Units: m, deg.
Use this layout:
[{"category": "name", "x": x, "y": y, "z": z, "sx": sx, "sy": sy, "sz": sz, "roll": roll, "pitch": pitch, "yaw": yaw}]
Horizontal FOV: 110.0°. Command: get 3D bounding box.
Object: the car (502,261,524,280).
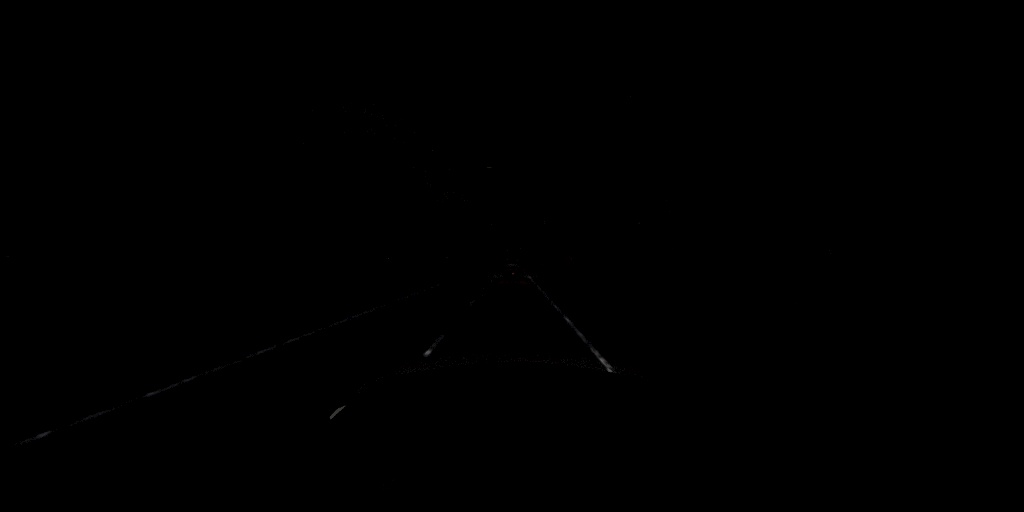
[{"category": "car", "x": 0.102, "y": 1.315, "z": 32.381, "sx": 1.882, "sy": 1.535, "sz": 5.008, "roll": 0, "pitch": 0, "yaw": 0}]
